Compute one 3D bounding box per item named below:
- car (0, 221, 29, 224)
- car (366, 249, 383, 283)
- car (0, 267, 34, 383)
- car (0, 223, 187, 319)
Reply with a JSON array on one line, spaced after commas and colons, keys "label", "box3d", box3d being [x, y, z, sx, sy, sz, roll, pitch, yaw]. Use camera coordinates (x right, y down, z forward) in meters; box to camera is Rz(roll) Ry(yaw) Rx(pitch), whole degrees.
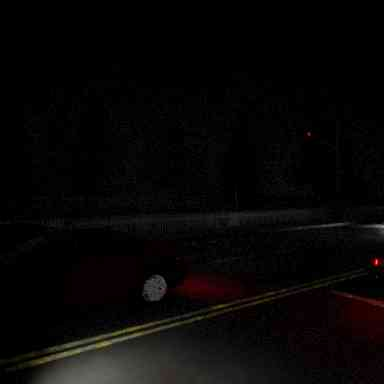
[{"label": "car", "box3d": [-5.364, 1.528, 8.748, 4.674, 1.442, 1.812, 0, 0, -36]}, {"label": "car", "box3d": [6.433, 1.641, 8.345, 4.718, 1.301, 1.895, 0, 0, -35]}, {"label": "car", "box3d": [-3.369, 1.517, 1.361, 4.674, 1.442, 1.812, 0, 0, -35]}, {"label": "car", "box3d": [-2.451, 1.484, 6.546, 5.008, 1.535, 1.882, 0, 0, -36]}]
